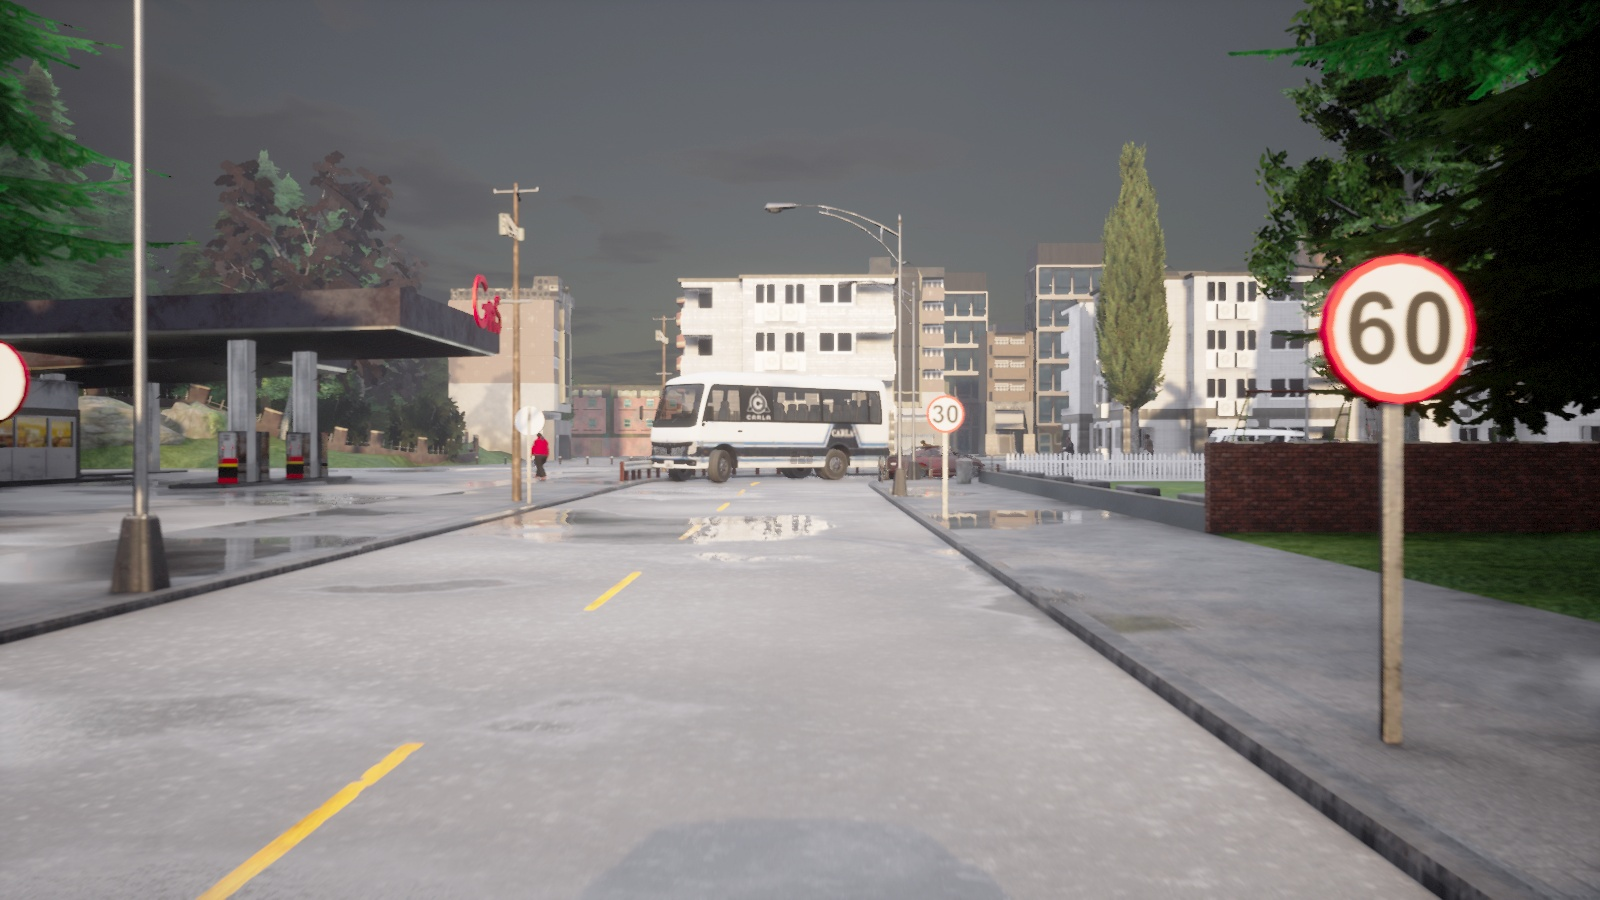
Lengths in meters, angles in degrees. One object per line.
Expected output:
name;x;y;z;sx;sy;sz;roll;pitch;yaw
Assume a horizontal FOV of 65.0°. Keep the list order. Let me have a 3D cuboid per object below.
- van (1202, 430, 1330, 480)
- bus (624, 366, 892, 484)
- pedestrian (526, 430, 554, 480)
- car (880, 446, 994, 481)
van;19.094;0.194;51.633;4.480;2.038;2.069;0;0;0
bus;-1.497;-0.918;49.877;10.273;4.253;3.944;0;1;-39
pedestrian;-9.619;0.189;46.483;0.634;1.844;0.899;0;0;-43
car;5.567;0.529;50.947;4.181;1.385;1.994;0;0;-29
